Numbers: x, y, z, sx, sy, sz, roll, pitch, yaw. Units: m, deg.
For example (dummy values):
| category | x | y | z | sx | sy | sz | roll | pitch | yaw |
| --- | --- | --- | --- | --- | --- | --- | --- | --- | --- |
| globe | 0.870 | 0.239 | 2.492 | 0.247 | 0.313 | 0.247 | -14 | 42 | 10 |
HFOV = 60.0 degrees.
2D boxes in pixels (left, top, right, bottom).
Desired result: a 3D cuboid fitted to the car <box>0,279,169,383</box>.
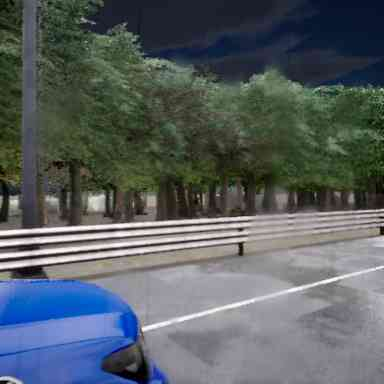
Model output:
| category | x | y | z | sx | sy | sz | roll | pitch | yaw |
| --- | --- | --- | --- | --- | --- | --- | --- | --- | --- |
| car | -2.831 | 1.219 | 1.720 | 5.566 | 2.045 | 2.150 | 0 | 0 | -36 |
